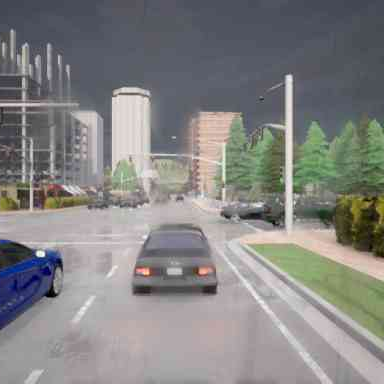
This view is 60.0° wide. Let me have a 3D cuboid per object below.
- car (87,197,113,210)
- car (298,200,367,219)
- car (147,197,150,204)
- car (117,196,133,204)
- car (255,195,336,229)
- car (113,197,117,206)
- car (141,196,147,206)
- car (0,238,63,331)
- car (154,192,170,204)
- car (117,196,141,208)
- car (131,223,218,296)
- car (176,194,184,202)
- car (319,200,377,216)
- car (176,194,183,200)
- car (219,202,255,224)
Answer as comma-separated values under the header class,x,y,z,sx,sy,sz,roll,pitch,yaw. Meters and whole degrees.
class,x,y,z,sx,sy,sz,roll,pitch,yaw
car,-12.252,1.531,43.787,2.033,1.411,5.357,0,0,-2
car,11.796,1.468,28.131,5.008,1.535,1.882,0,0,-1
car,-9.449,1.540,65.109,1.994,1.385,4.181,0,0,-1
car,-12.926,1.524,64.373,2.033,1.411,5.357,0,0,-1
car,7.107,1.214,20.882,5.566,2.045,2.150,0,0,-1
car,-12.604,1.528,53.825,2.033,1.411,5.357,0,0,-2
car,-9.143,1.544,55.157,1.994,1.385,4.181,0,0,-2
car,-3.719,1.476,5.488,1.882,1.535,5.008,0,0,-3
car,-5.704,1.329,62.079,2.097,1.767,4.553,0,0,-2
car,-8.854,1.547,46.794,1.994,1.385,4.181,0,0,-2
car,-0.403,1.544,8.780,2.033,1.411,5.357,0,0,-2
car,-2.788,1.466,75.621,1.837,1.490,4.892,0,0,-2
car,14.733,1.515,31.643,4.674,1.442,1.812,0,0,-1
car,-3.119,1.296,84.834,1.837,1.490,4.892,0,0,-2
car,4.461,1.483,24.353,4.902,1.511,2.128,0,0,-1
